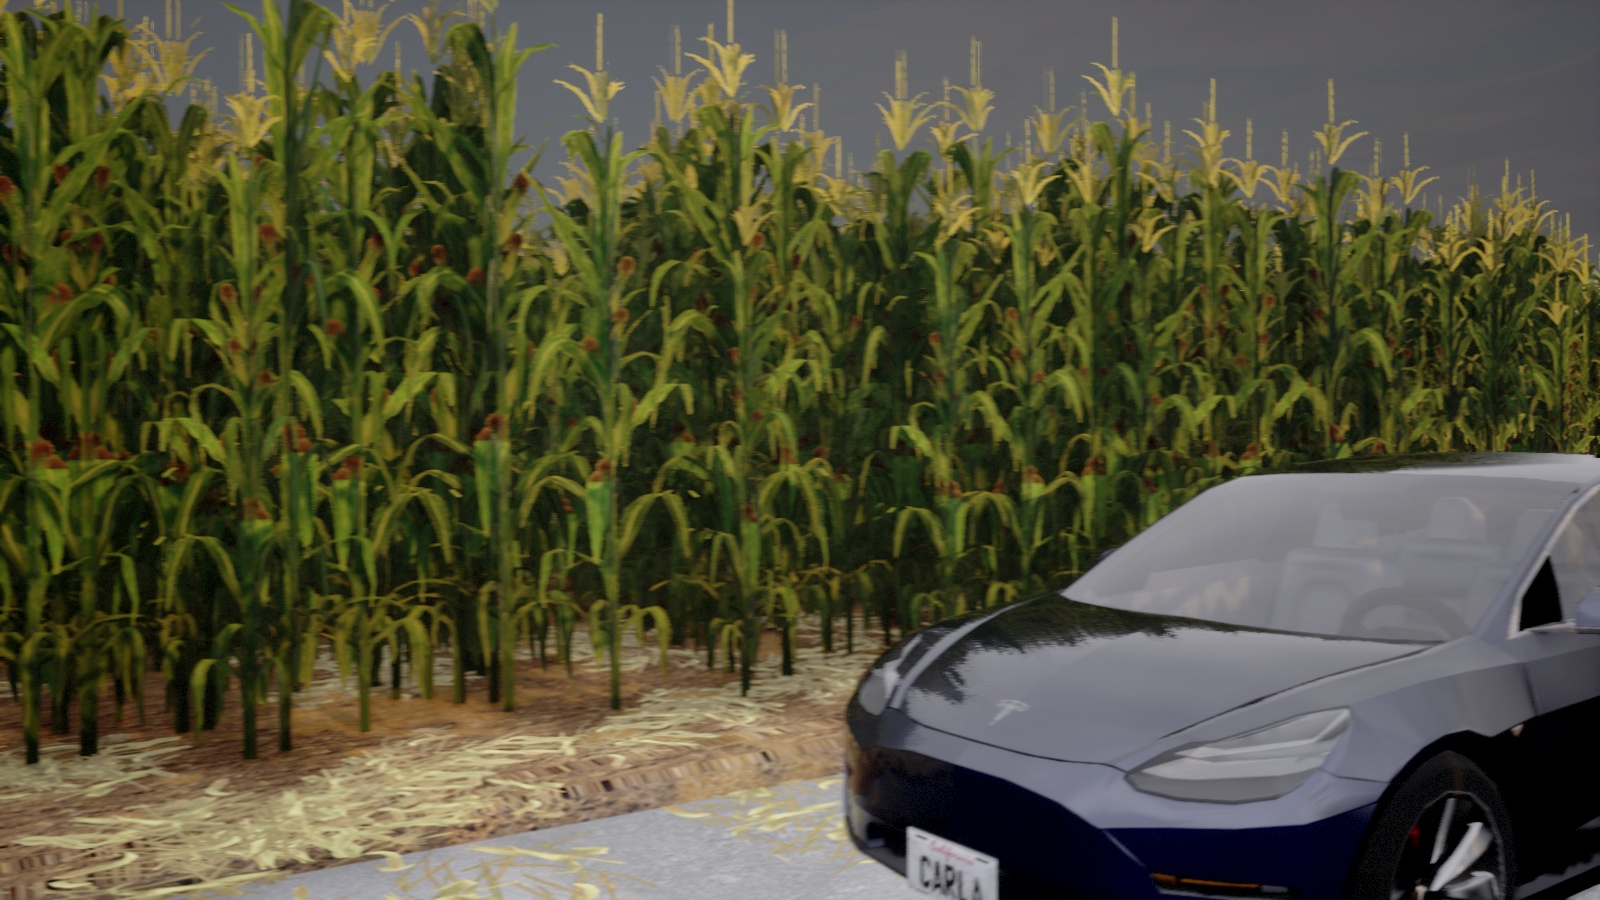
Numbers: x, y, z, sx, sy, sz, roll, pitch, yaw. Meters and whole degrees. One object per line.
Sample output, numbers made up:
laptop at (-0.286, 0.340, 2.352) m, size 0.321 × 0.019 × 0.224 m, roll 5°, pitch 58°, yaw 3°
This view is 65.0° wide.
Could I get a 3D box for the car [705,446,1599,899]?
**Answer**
car at (2.265, 0.739, 4.748) m, size 4.792 × 1.488 × 2.163 m, roll 0°, pitch 0°, yaw -35°
